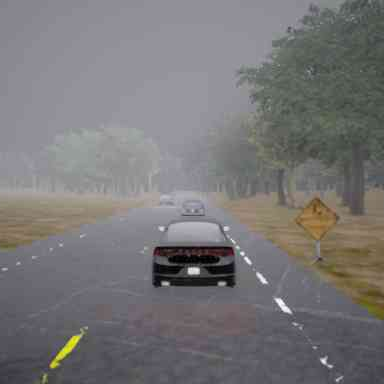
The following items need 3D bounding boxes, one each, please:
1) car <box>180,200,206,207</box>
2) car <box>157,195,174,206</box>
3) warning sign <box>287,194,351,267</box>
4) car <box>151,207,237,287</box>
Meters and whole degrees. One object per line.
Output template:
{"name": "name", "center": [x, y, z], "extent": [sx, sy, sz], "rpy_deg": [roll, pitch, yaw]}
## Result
{"name": "car", "center": [0.074, 1.331, 25.638], "extent": [2.033, 1.411, 5.357], "rpy_deg": [0, 1, 0]}
{"name": "car", "center": [-3.571, 1.144, 45.423], "extent": [1.812, 1.442, 4.674], "rpy_deg": [0, 0, 0]}
{"name": "warning sign", "center": [3.511, 1.039, 9.345], "extent": [1.300, 1.860, 1.060], "rpy_deg": [-3, -2, 0]}
{"name": "car", "center": [0.053, 1.401, 9.142], "extent": [1.882, 1.535, 5.008], "rpy_deg": [0, 1, 0]}
